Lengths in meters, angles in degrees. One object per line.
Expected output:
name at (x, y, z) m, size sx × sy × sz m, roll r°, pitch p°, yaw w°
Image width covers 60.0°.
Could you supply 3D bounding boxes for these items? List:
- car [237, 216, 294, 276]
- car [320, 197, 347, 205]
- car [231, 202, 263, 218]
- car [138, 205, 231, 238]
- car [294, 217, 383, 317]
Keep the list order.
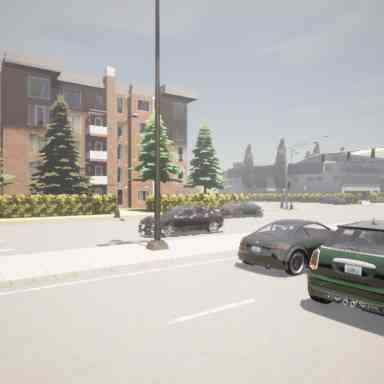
car at (3.425, 1.564, 10.467) m, size 4.181 × 1.385 × 1.994 m, roll 0°, pitch 0°, yaw -36°
car at (24.612, 1.564, 57.900) m, size 1.994 × 1.385 × 4.181 m, roll 0°, pitch 0°, yaw -36°
car at (4.429, 1.564, 29.901) m, size 4.181 × 1.385 × 1.994 m, roll 0°, pitch 0°, yaw -36°
car at (-0.478, 1.505, 17.763) m, size 4.892 × 1.490 × 1.837 m, roll 0°, pitch 0°, yaw -35°
car at (4.486, 1.352, 6.933) m, size 4.553 × 1.767 × 2.097 m, roll 0°, pitch 0°, yaw -36°
